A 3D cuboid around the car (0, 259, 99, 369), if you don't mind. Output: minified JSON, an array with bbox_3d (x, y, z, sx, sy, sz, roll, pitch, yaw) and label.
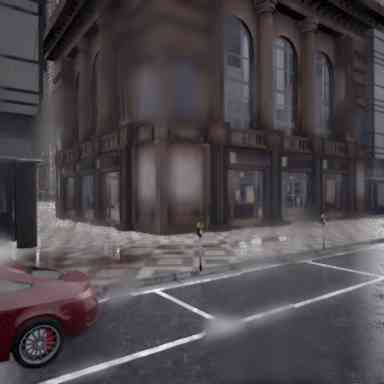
[{"bbox_3d":[-3.322,1.579,4.169,4.206,1.307,1.802,0,0,-35],"label":"car"}]
